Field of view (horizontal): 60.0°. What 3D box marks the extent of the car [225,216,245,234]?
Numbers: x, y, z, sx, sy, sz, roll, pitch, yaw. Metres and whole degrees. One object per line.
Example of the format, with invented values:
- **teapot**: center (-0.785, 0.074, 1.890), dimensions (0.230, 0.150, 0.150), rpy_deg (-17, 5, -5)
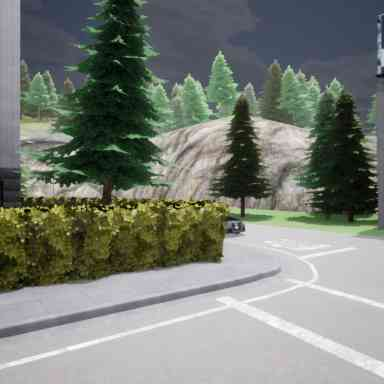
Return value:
- **car**: center (1.079, 1.740, 19.501), dimensions (1.994, 1.385, 4.181), rpy_deg (0, 0, -42)
